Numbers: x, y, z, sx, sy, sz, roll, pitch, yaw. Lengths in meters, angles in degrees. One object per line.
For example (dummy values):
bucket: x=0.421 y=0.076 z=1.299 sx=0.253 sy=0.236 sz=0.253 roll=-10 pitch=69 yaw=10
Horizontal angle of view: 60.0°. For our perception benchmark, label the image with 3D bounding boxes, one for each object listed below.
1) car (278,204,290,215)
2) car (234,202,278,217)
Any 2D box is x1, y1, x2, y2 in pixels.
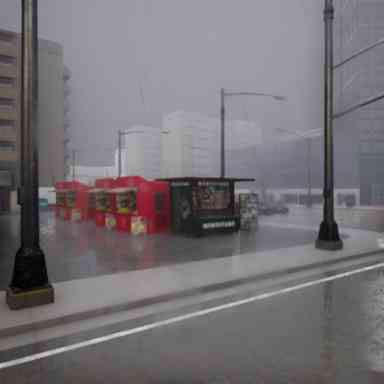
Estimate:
car: x=7.970 y=1.702 z=34.419 sx=1.994 sy=1.385 sz=4.181 roll=0 pitch=-1 yaw=-36
car: x=5.442 y=1.616 z=31.927 sx=1.882 sy=1.535 sz=5.008 roll=0 pitch=-1 yaw=-36
